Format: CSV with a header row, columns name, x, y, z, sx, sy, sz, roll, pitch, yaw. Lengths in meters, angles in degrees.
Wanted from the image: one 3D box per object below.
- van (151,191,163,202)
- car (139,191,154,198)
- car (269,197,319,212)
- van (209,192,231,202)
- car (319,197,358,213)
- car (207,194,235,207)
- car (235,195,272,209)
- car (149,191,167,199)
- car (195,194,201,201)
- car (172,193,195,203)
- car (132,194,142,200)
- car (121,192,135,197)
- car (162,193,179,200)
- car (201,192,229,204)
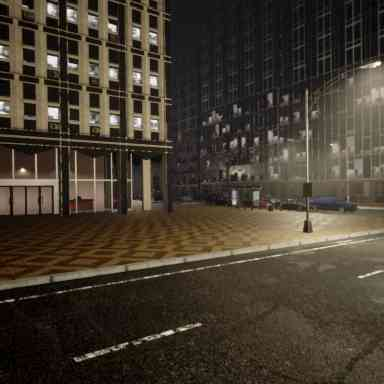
name,x,y,z,sx,sy,sz,roll,pitch,yaw
van,-5.233,0.936,58.784,1.690,1.788,3.998,0,1,-35
car,-11.230,0.685,82.259,1.967,1.590,4.097,0,1,-35
car,10.781,1.423,35.310,1.947,1.339,4.313,-1,1,-35
van,4.891,0.854,58.855,1.690,1.788,3.998,-1,1,-35
car,14.577,1.316,34.577,1.882,1.535,5.008,-1,1,-35
car,4.394,1.318,44.716,1.947,1.339,4.313,-1,1,-35
car,7.570,1.387,40.003,1.802,1.307,4.206,-1,1,-35
car,-8.005,0.613,77.577,2.192,1.841,5.009,0,1,-35
car,1.668,1.042,63.539,1.802,1.307,4.206,-1,1,-35
car,-1.925,1.097,58.629,1.812,1.442,4.674,-1,1,-34
car,-11.683,1.038,68.147,2.008,1.369,4.403,0,1,-35
car,-17.678,0.687,91.621,2.008,1.369,4.403,0,1,-35
car,-4.781,0.934,72.900,1.802,1.307,4.206,0,1,-35
car,3.877,1.019,50.124,2.097,1.767,4.553,-1,1,-34
